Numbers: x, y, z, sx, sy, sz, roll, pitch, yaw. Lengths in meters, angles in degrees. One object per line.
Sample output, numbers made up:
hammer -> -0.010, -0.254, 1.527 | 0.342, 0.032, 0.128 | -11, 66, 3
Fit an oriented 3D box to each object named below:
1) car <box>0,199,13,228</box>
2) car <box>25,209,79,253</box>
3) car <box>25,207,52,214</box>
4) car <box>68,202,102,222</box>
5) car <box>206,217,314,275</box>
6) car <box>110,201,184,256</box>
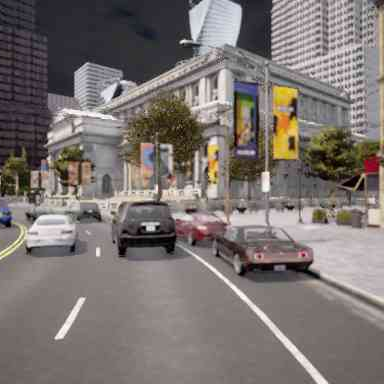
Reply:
car -> -14.486, 1.509, 24.257 | 2.150, 2.045, 5.566 | 0, -1, -32
car -> -6.008, 1.689, 14.504 | 1.812, 1.442, 4.674 | 0, 0, -18
car -> -12.627, 1.915, 27.768 | 1.895, 1.301, 4.718 | 0, -1, -35
car -> -9.803, 1.680, 29.813 | 2.097, 1.767, 4.553 | 0, -1, -35
car -> 1.945, 1.702, 10.825 | 1.895, 1.301, 4.718 | 0, -1, -9
car -> -2.198, 1.376, 14.165 | 2.150, 2.045, 5.566 | 0, 0, -17
